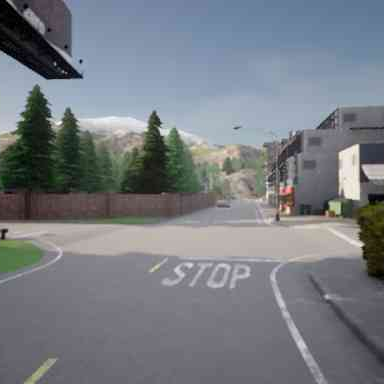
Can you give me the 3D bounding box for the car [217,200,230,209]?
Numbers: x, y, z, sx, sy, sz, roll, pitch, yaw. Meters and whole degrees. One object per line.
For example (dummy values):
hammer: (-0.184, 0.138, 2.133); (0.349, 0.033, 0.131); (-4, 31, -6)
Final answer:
car: (5.492, 2.097, 56.965); (1.812, 1.442, 4.674); (0, 0, 10)
